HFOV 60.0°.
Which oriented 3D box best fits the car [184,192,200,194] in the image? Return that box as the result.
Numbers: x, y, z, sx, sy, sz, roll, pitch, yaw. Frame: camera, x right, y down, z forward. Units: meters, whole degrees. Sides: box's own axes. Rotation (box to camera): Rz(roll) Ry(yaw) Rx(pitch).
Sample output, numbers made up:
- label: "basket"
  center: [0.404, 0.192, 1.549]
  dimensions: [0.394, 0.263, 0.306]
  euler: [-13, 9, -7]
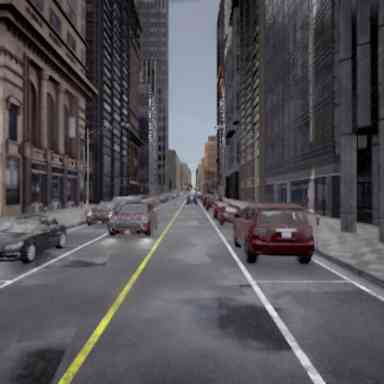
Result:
- label: "car"
  center: [-0.019, 1.236, 64.942]
  dimensions: [2.097, 1.767, 4.553]
  euler: [0, 0, 0]

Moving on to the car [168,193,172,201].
- label: "car"
  center: [-5.867, 1.177, 68.056]
  dimensions: [2.192, 1.841, 5.009]
  euler: [1, 0, 0]

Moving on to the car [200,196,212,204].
- label: "car"
  center: [2.658, 1.427, 62.430]
  dimensions: [2.008, 1.369, 4.403]
  euler: [1, 0, 0]

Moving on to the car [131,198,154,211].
- label: "car"
  center: [-5.862, 1.481, 39.933]
  dimensions: [2.008, 1.369, 4.403]
  euler: [1, 0, 0]

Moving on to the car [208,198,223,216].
- label: "car"
  center: [2.667, 1.499, 28.683]
  dimensions: [1.887, 1.381, 4.507]
  euler: [1, 0, 0]

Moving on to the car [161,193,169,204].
- label: "car"
  center: [-5.868, 1.421, 62.432]
  dimensions: [1.887, 1.381, 4.507]
  euler: [1, 0, 0]

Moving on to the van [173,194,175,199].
- label: "van"
  center: [-5.873, 1.162, 84.930]
  dimensions: [1.690, 1.788, 3.998]
  euler: [1, 0, 0]

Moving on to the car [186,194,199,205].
- label: "car"
  center: [-0.016, 1.421, 54.971]
  dimensions: [1.812, 1.442, 4.674]
  euler: [0, 0, 0]

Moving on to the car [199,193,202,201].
- label: "car"
  center: [2.663, 1.219, 51.181]
  dimensions: [2.192, 1.841, 5.009]
  euler: [1, 0, 0]

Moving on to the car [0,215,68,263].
- label: "car"
  center: [-5.854, 1.536, 11.810]
  dimensions: [2.008, 1.369, 4.403]
  euler: [1, 0, 0]

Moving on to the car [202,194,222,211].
- label: "car"
  center: [2.666, 1.245, 39.931]
  dimensions: [2.192, 1.841, 5.009]
  euler: [1, 0, 0]

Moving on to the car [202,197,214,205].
- label: "car"
  center: [2.659, 1.472, 56.805]
  dimensions: [1.802, 1.307, 4.206]
  euler: [1, 0, 0]

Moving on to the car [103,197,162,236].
- label: "car"
  center: [-3.059, 1.326, 18.139]
  dimensions: [2.097, 1.767, 4.553]
  euler: [0, 0, 0]

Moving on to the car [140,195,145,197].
- label: "car"
  center: [-5.858, 1.257, 34.308]
  dimensions: [2.192, 1.841, 5.009]
  euler: [1, 0, 0]

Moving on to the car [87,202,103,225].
- label: "car"
  center: [-5.856, 1.405, 23.059]
  dimensions: [1.967, 1.590, 4.097]
  euler: [1, 0, 0]

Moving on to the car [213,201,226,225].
- label: "car"
  center: [2.669, 1.547, 23.059]
  dimensions: [1.802, 1.307, 4.206]
  euler: [1, 0, 0]

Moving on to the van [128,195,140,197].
- label: "van"
  center: [-5.856, 1.295, 28.684]
  dimensions: [1.690, 1.788, 3.998]
  euler: [1, 0, 0]

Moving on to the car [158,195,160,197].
- label: "car"
  center: [-5.863, 1.462, 45.558]
  dimensions: [1.887, 1.381, 4.507]
  euler: [1, 0, 0]

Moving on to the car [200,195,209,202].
- label: "car"
  center: [2.654, 1.431, 73.680]
  dimensions: [1.802, 1.307, 4.206]
  euler: [1, 0, 0]

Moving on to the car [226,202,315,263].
- label: "car"
  center: [2.674, 1.301, 11.809]
  dimensions: [2.192, 1.841, 5.009]
  euler: [1, 0, 0]

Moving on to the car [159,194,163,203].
- label: "car"
  center: [-5.865, 1.430, 51.013]
  dimensions: [1.752, 1.417, 4.829]
  euler: [1, 0, 0]
